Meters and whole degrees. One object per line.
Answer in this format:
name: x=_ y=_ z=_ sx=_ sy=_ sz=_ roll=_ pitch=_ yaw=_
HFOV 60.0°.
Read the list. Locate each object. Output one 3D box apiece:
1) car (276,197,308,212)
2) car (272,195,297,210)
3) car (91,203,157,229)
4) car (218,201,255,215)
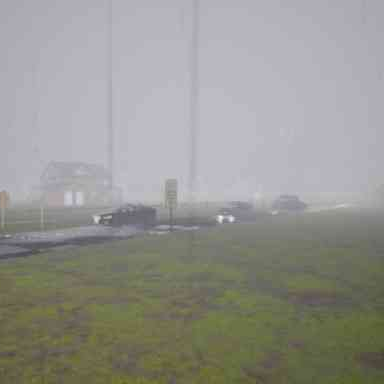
car: x=12.724 y=1.712 z=41.124 sx=2.033 sy=1.411 sz=5.357 roll=0 pitch=0 yaw=36
car: x=13.204 y=1.404 z=46.709 sx=2.150 sy=2.045 sz=5.566 roll=0 pitch=0 yaw=36
car: x=-4.432 y=1.538 z=22.378 sx=2.128 sy=1.511 sz=4.902 roll=0 pitch=0 yaw=36
car: x=4.793 y=1.660 z=35.167 sx=2.033 sy=1.411 sz=5.357 roll=0 pitch=0 yaw=36
